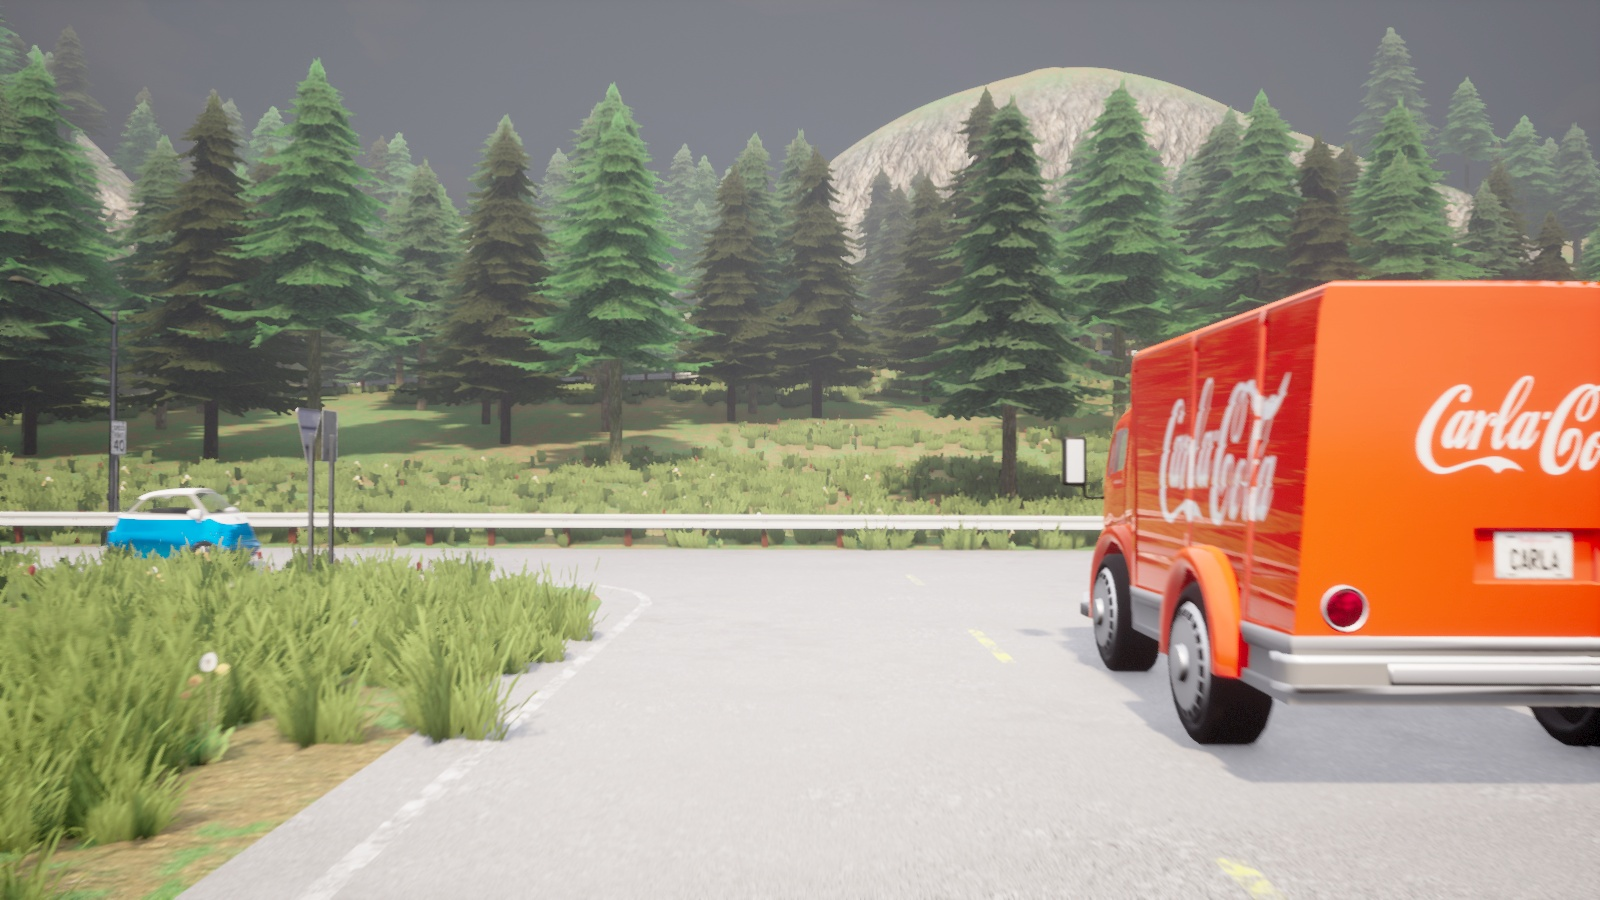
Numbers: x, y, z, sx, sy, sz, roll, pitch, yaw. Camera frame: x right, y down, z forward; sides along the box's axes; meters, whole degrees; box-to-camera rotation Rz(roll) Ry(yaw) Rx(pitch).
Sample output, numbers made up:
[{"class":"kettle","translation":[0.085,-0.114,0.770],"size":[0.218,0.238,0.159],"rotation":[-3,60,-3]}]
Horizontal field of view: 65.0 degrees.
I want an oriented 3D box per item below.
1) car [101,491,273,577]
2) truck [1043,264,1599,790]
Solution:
[{"class":"car","translation":[-10.421,1.411,21.458],"size":[2.207,1.376,1.481],"rotation":[-1,-1,0]},{"class":"truck","translation":[3.476,0.442,8.524],"size":[2.627,2.467,5.204],"rotation":[0,-2,0]}]
